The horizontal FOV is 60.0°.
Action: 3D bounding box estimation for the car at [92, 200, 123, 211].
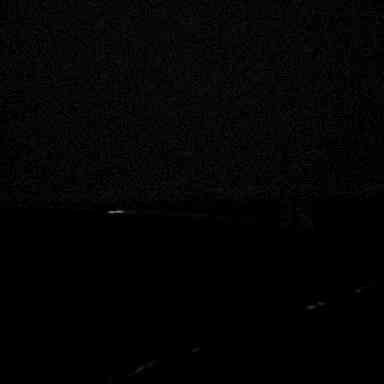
[{"bbox_3d":[-10.928,1.673,42.563,2.033,1.411,5.357,0,-1,-41],"label":"car"}]
